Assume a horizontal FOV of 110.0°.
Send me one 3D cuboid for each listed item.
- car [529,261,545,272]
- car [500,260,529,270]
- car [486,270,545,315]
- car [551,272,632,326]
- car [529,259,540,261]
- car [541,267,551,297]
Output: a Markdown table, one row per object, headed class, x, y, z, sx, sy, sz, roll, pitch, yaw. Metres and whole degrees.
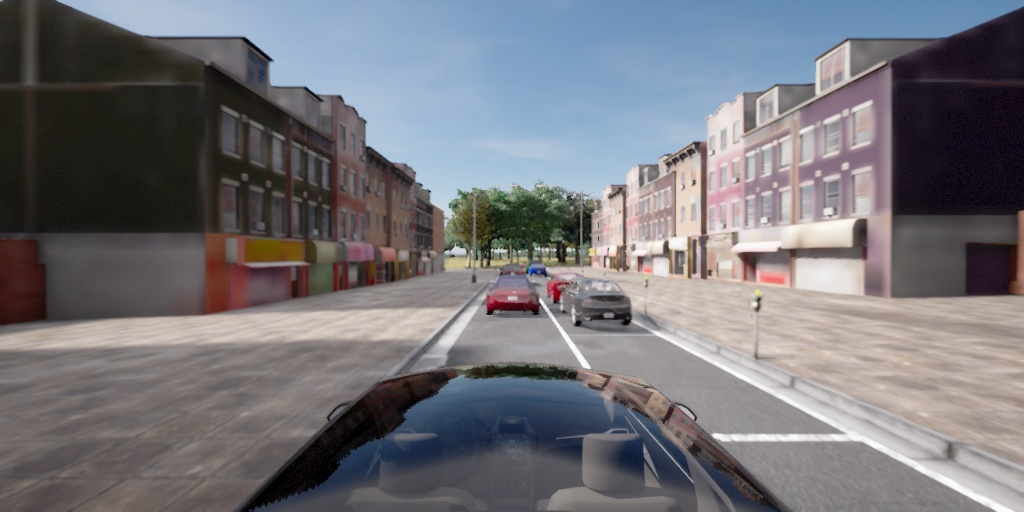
| class | x | y | z | sx | sy | sz | roll | pitch | yaw |
| --- | --- | --- | --- | --- | --- | --- | --- | --- | --- |
| car | 3.037 | 1.656 | 42.832 | 1.882 | 1.535 | 5.008 | 0 | -1 | 0 |
| car | 0.057 | 1.378 | 29.102 | 2.097 | 1.767 | 4.553 | 0 | -1 | 1 |
| car | 0.051 | 1.439 | 14.348 | 1.994 | 1.385 | 4.181 | 0 | 0 | 1 |
| car | 2.643 | 1.400 | 11.939 | 2.007 | 1.370 | 4.403 | 0 | 0 | 0 |
| car | 3.007 | 1.488 | 49.865 | 2.150 | 2.045 | 5.566 | 0 | -1 | 0 |
| car | 2.646 | 1.449 | 17.346 | 1.888 | 1.381 | 4.507 | 0 | 0 | 0 |
